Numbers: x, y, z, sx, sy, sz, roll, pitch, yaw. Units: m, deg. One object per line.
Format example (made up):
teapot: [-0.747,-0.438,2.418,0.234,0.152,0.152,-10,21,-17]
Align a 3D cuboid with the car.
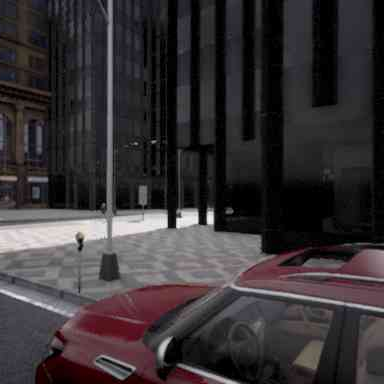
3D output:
car: [1.056,1.315,2.206,5.009,1.841,2.192,0,0,36]
